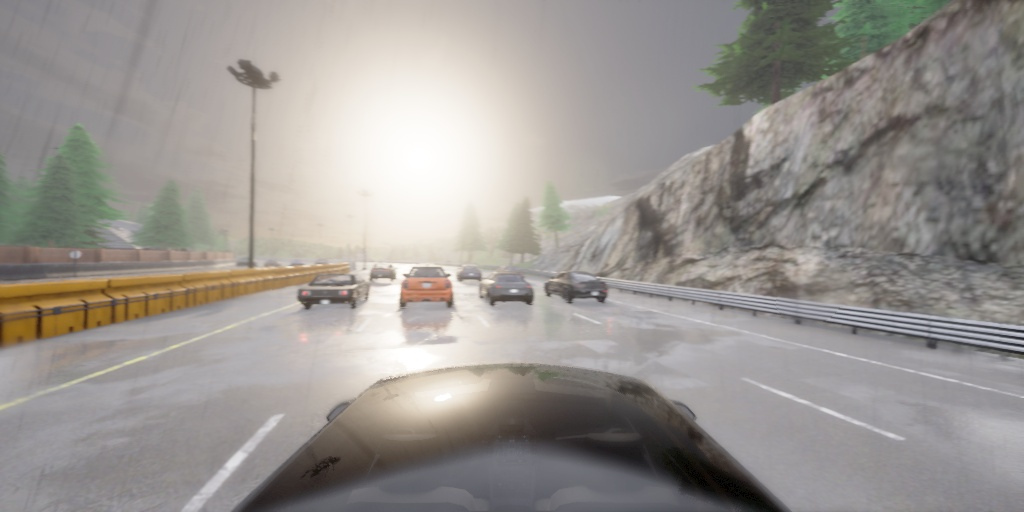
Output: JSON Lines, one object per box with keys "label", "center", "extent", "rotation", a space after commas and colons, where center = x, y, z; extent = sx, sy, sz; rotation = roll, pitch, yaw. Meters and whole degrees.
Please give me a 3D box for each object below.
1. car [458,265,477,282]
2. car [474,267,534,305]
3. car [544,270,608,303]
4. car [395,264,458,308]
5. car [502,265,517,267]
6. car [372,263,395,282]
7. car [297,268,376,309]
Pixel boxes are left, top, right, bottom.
{"label": "car", "center": [-3.782, 1.483, 31.300], "extent": [1.994, 1.385, 4.181], "rotation": [1, 0, -13]}
{"label": "car", "center": [-0.371, 1.419, 16.752], "extent": [1.994, 1.385, 4.181], "rotation": [1, 0, -13]}
{"label": "car", "center": [3.031, 1.429, 17.581], "extent": [1.812, 1.442, 4.674], "rotation": [1, 0, -13]}
{"label": "car", "center": [-3.715, 1.156, 15.691], "extent": [2.097, 1.767, 4.553], "rotation": [1, -1, -13]}
{"label": "car", "center": [-0.303, 1.513, 31.799], "extent": [2.033, 1.411, 5.357], "rotation": [1, 0, -13]}
{"label": "car", "center": [-10.596, 1.314, 29.703], "extent": [2.128, 1.511, 4.902], "rotation": [1, 0, -13]}
{"label": "car", "center": [-7.132, 1.358, 14.916], "extent": [1.895, 1.301, 4.718], "rotation": [1, 0, -13]}
